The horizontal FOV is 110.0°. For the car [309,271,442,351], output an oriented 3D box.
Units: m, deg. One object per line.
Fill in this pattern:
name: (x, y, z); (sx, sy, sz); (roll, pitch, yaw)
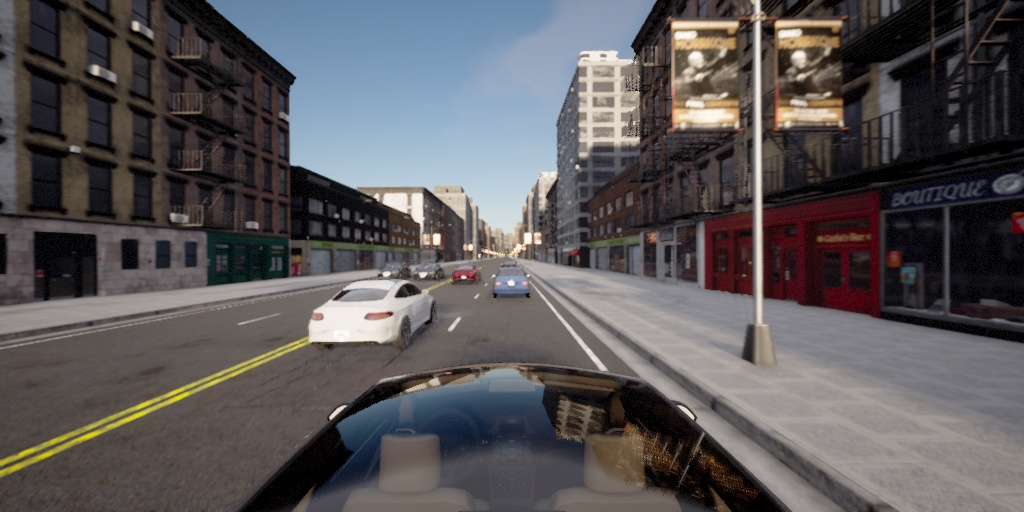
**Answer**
car: (-3.193, 1.292, 8.990); (1.812, 1.442, 4.674); (0, 0, -1)

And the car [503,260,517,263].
car: (-0.219, 1.216, 39.666); (1.882, 1.535, 5.008); (0, 0, 0)

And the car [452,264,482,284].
car: (-3.351, 1.286, 26.945); (1.812, 1.442, 4.674); (0, 0, -1)

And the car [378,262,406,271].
car: (-10.083, 1.292, 31.154); (2.128, 1.511, 4.902); (0, 0, 0)

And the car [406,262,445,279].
car: (-6.822, 1.272, 29.850); (2.128, 1.511, 4.902); (0, 0, 0)

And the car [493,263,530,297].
car: (-0.040, 1.291, 18.663); (2.033, 1.411, 5.357); (0, 0, 0)
